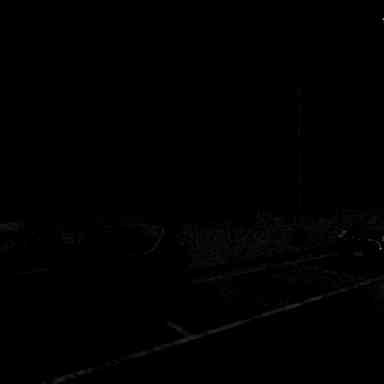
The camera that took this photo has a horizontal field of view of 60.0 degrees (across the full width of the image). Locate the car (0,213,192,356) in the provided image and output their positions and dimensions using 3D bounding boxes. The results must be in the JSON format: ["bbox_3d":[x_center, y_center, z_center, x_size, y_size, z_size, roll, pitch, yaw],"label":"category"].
[{"bbox_3d":[-2.325,1.312,4.988,5.009,1.841,2.192,0,0,-35],"label":"car"}]

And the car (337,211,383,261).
[{"bbox_3d":[6.810,1.395,11.502,4.097,1.590,1.967,0,0,-35],"label":"car"}]
